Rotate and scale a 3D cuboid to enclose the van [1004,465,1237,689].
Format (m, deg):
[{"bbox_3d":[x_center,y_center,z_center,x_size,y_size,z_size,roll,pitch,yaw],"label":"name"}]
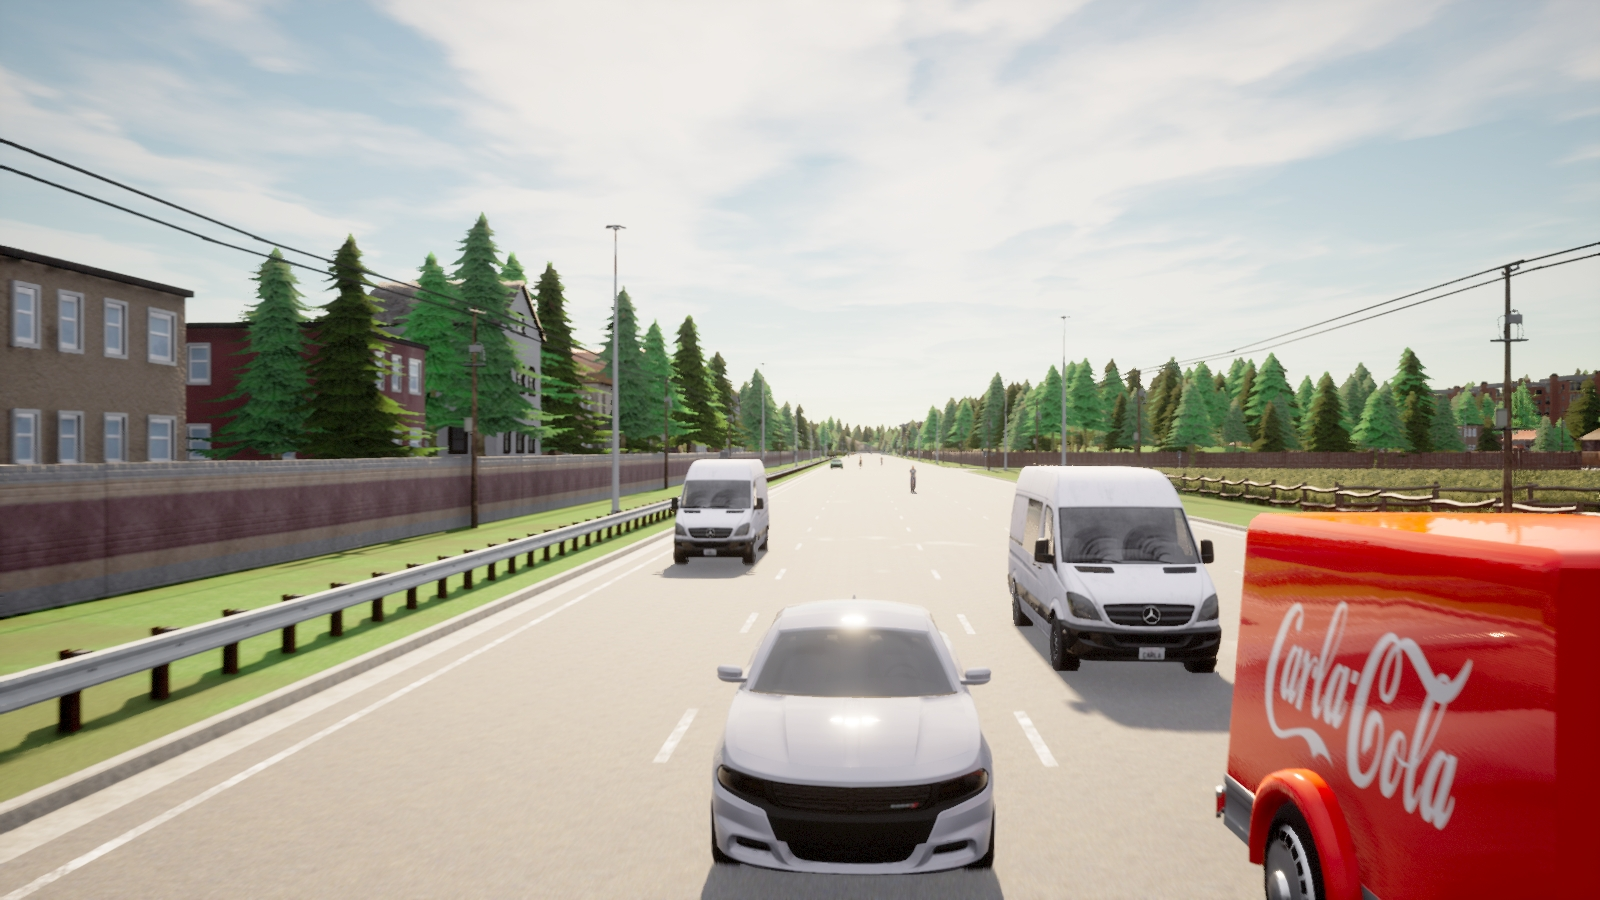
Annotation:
[{"bbox_3d":[4.320,1.539,16.476,1.988,2.561,5.915,0,0,3],"label":"van"}]

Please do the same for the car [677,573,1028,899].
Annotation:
[{"bbox_3d":[0.440,2.036,9.345,2.097,1.535,5.006,0,0,3],"label":"car"}]

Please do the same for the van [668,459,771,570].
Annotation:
[{"bbox_3d":[-1.974,1.540,29.928,1.988,2.561,5.915,0,0,3],"label":"van"}]

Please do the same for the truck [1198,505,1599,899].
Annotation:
[{"bbox_3d":[3.745,1.576,4.755,2.627,2.467,5.204,0,0,3],"label":"truck"}]

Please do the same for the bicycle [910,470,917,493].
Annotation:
[{"bbox_3d":[7.460,2.072,75.368,0.373,1.496,1.643,0,0,3],"label":"bicycle"}]
